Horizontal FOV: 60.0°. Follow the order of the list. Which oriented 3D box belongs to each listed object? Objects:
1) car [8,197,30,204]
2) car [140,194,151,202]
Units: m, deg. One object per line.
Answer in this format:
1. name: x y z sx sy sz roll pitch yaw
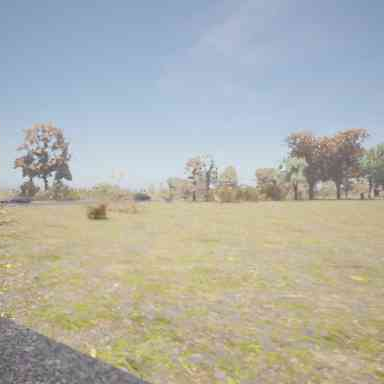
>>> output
1. car: -34.245 1.642 64.453 2.033 1.411 5.357 0 0 34
2. car: -12.761 1.418 84.840 2.150 2.045 5.566 0 0 28
